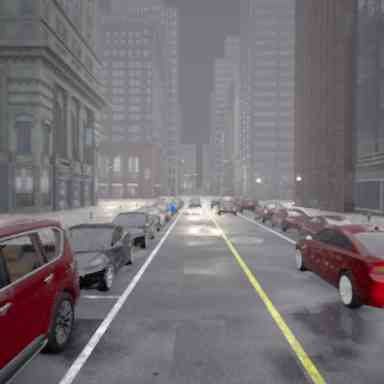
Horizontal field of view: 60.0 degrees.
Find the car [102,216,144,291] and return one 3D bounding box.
[{"bbox_3d":[-2.692,1.550,8.973,1.947,1.339,4.313,0,0,1],"label":"car"}]

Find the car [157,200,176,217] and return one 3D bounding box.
[{"bbox_3d":[-2.516,1.578,25.882,1.802,1.307,4.206,0,0,1],"label":"car"}]

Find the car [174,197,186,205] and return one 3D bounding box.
[{"bbox_3d":[-2.165,1.592,59.699,2.008,1.369,4.403,0,0,1],"label":"car"}]

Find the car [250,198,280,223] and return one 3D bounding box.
[{"bbox_3d":[6.009,1.500,25.798,1.967,1.590,4.097,0,0,1],"label":"car"}]

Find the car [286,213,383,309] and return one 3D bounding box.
[{"bbox_3d":[3.964,1.512,7.971,1.882,1.535,5.008,0,0,1],"label":"car"}]

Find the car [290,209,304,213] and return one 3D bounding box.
[{"bbox_3d":[5.891,1.633,14.526,1.802,1.307,4.206,0,0,1],"label":"car"}]

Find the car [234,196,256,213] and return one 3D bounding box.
[{"bbox_3d":[6.126,1.387,37.069,2.192,1.841,5.009,0,0,1],"label":"car"}]

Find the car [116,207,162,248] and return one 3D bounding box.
[{"bbox_3d":[-2.633,1.553,14.609,1.947,1.339,4.313,0,0,1],"label":"car"}]

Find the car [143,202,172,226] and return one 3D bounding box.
[{"bbox_3d":[-2.574,1.542,20.245,2.008,1.369,4.403,0,0,1],"label":"car"}]

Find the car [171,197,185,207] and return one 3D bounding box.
[{"bbox_3d":[-2.223,1.598,54.063,1.947,1.339,4.313,0,0,1],"label":"car"}]

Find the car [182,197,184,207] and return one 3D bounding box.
[{"bbox_3d":[-2.340,1.597,42.791,1.802,1.307,4.206,0,0,1],"label":"car"}]

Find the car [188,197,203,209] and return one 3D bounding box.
[{"bbox_3d":[0.461,1.546,46.150,1.837,1.490,4.892,0,0,1],"label":"car"}]

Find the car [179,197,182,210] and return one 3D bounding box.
[{"bbox_3d":[-2.401,1.533,36.984,1.752,1.417,4.829,0,0,1],"label":"car"}]

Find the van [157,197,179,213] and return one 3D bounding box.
[{"bbox_3d":[-2.457,1.343,31.518,1.690,1.788,3.998,0,0,1],"label":"van"}]

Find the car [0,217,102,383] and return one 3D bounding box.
[{"bbox_3d":[-2.749,1.296,3.336,2.192,1.841,5.009,0,0,1],"label":"car"}]

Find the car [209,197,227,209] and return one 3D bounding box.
[{"bbox_3d":[3.466,1.570,46.140,1.837,1.490,4.892,0,0,1],"label":"car"}]

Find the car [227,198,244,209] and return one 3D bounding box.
[{"bbox_3d":[6.242,1.653,48.341,1.947,1.339,4.313,0,0,1],"label":"car"}]

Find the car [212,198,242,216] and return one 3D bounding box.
[{"bbox_3d":[3.392,1.595,33.446,2.033,1.411,5.357,0,0,1],"label":"car"}]

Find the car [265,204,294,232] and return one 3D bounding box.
[{"bbox_3d":[5.950,1.637,20.162,1.802,1.307,4.206,0,0,1],"label":"car"}]

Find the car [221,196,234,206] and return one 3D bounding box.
[{"bbox_3d":[6.360,1.545,59.612,1.967,1.590,4.097,0,0,1],"label":"car"}]
